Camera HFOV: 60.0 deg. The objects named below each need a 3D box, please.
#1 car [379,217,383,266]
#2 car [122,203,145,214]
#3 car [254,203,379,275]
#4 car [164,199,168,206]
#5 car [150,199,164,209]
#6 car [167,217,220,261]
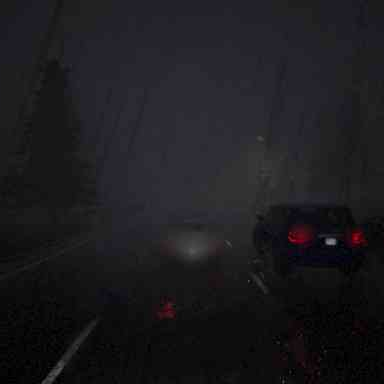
[{"bbox_3d":[7.046,1.655,12.201,2.128,1.511,4.902,0,-1,0],"label":"car"},{"bbox_3d":[-7.781,2.145,44.565,1.994,1.385,4.181,0,-1,9],"label":"car"},{"bbox_3d":[3.539,1.372,11.097,2.150,2.045,5.566,0,-1,0],"label":"car"},{"bbox_3d":[-6.999,2.572,81.030,1.837,1.490,4.892,0,-1,0],"label":"car"},{"bbox_3d":[-6.765,2.418,62.145,1.895,1.301,4.718,0,-1,-1],"label":"car"},{"bbox_3d":[0.052,1.698,12.903,1.812,1.442,4.674,0,0,0],"label":"car"}]
